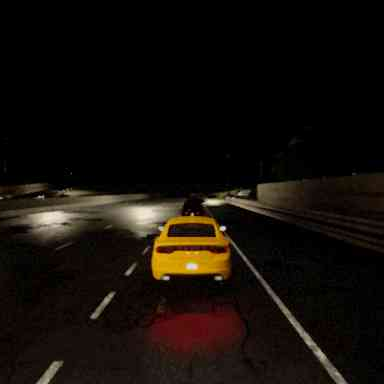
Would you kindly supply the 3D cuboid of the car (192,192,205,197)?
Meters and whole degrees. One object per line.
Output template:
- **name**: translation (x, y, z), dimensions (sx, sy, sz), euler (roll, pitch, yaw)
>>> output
- **car**: translation (1.086, 1.075, 60.851), dimensions (2.150, 2.045, 5.566), euler (-1, 0, 11)

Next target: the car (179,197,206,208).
- **car**: translation (0.031, 1.433, 27.872), dimensions (1.837, 1.490, 4.892), euler (0, 0, 0)

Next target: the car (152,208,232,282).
- **car**: translation (0.002, 1.450, 9.673), dimensions (1.882, 1.535, 5.008), euler (0, 0, 0)

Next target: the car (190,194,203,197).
- **car**: translation (0.103, 1.369, 44.304), dimensions (1.882, 1.535, 5.008), euler (0, 0, 0)
